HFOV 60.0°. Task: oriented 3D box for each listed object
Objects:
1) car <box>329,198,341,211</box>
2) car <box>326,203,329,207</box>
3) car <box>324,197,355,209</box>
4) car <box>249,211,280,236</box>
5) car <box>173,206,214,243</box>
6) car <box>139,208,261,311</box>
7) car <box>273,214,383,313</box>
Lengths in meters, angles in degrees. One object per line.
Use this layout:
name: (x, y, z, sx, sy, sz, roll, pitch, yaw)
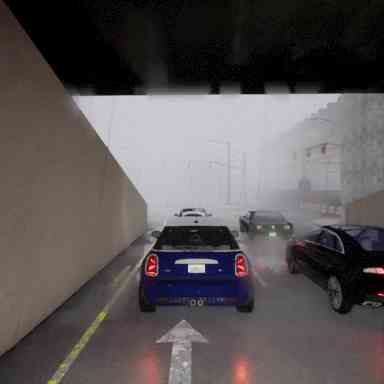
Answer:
car: (17.406, 1.448, 34.753, 2.038, 1.542, 4.974, 0, 0, -35)
car: (17.507, 1.448, 39.360, 2.038, 1.542, 4.974, 0, 0, 45)
car: (17.543, 1.290, 39.396, 1.853, 1.218, 4.536, 0, 0, 45)
car: (3.587, 1.599, 16.970, 1.895, 1.301, 4.718, 0, 0, 0)
car: (0.065, 1.524, 16.961, 1.812, 1.442, 4.674, 0, 0, 0)
car: (0.082, 1.351, 7.909, 2.097, 1.767, 4.553, 0, 0, 0)
car: (3.581, 1.491, 7.644, 2.128, 1.511, 4.902, 0, 0, 0)
